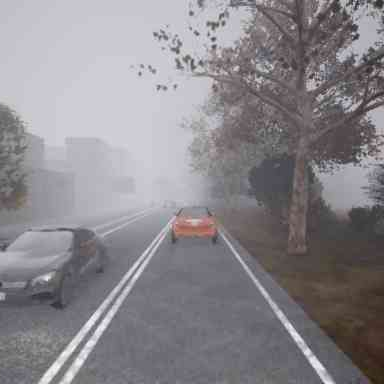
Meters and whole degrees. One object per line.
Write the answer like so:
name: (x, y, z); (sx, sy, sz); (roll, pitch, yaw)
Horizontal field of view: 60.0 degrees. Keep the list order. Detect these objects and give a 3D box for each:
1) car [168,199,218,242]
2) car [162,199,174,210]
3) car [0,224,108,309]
car: (0.112, 1.423, 16.770); (2.097, 1.767, 4.553); (0, 0, 0)
car: (-3.248, 1.778, 48.878); (2.128, 1.511, 4.902); (0, 0, 0)
car: (-3.347, 1.545, 8.052); (1.812, 1.442, 4.674); (0, 0, 0)
